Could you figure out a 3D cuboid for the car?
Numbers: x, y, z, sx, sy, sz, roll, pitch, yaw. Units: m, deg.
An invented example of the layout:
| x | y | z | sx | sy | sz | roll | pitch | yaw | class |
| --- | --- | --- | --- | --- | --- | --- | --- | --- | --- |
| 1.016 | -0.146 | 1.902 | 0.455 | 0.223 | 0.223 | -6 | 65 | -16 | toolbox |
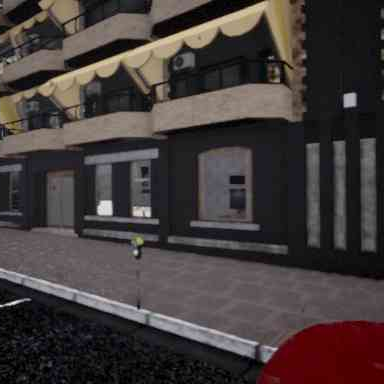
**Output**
| x | y | z | sx | sy | sz | roll | pitch | yaw | class |
| --- | --- | --- | --- | --- | --- | --- | --- | --- | --- |
| 2.562 | 1.324 | 1.065 | 5.009 | 1.841 | 2.192 | 0 | -1 | 36 | car |
